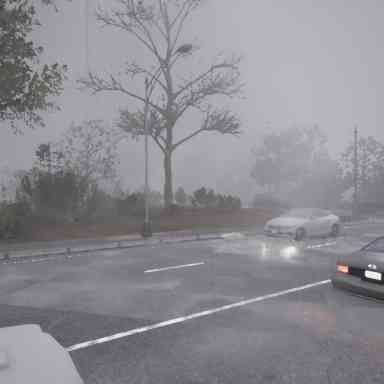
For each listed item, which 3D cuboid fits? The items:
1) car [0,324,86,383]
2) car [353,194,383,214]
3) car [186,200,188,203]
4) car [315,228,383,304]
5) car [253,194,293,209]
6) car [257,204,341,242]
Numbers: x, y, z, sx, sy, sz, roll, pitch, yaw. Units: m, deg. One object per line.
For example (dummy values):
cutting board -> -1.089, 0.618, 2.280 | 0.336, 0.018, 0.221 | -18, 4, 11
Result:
car -> -2.907, 1.601, 1.635 | 4.718, 1.301, 1.895 | 0, 0, -36
car -> 18.820, 1.222, 32.717 | 2.150, 2.045, 5.566 | 0, 0, -32
car -> -1.244, 1.757, 64.955 | 2.033, 1.411, 5.357 | 0, -1, -22
car -> 5.337, 1.547, 7.427 | 5.357, 1.411, 2.033 | 0, 0, -34
car -> 9.949, 1.237, 41.285 | 2.150, 2.045, 5.566 | 0, 0, -28
car -> 5.611, 1.525, 16.559 | 4.674, 1.442, 1.812 | 0, 0, -37
